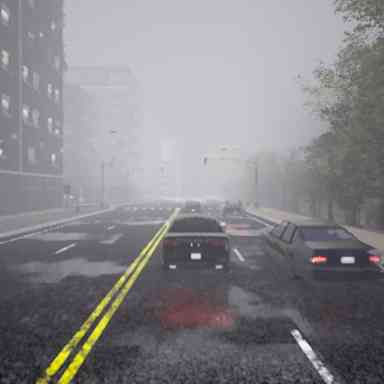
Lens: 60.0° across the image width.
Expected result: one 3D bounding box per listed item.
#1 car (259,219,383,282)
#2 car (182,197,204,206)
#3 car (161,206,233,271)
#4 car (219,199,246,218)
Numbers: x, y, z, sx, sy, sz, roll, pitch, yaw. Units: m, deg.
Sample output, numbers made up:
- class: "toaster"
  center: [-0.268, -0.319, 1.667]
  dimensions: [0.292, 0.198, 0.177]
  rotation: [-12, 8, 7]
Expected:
- class: "car"
  center: [3.351, 1.497, 9.667]
  dimensions: [2.033, 1.411, 5.357]
  rotation: [0, 0, 0]
- class: "car"
  center: [0.103, 1.420, 28.455]
  dimensions: [1.994, 1.385, 4.181]
  rotation: [0, 0, 0]
- class: "car"
  center: [0.100, 1.421, 10.694]
  dimensions: [1.882, 1.535, 5.008]
  rotation: [0, 0, 0]
- class: "car"
  center: [3.353, 1.350, 28.007]
  dimensions: [2.128, 1.511, 4.902]
  rotation: [0, 0, 0]
